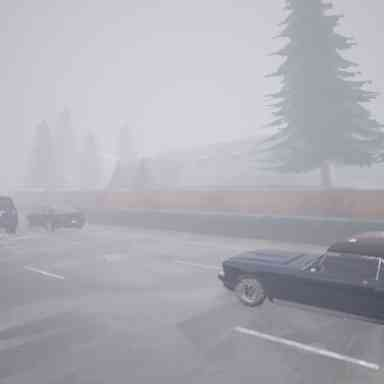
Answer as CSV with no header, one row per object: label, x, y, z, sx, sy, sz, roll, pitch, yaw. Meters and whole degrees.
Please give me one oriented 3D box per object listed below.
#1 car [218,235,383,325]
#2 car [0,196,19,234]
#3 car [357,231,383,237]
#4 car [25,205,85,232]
car,2.879,1.618,6.315,4.718,1.301,1.895,0,0,36
car,-11.550,1.245,18.435,5.566,2.045,2.150,0,0,44
car,6.113,1.377,8.330,4.553,1.767,2.097,0,0,35
car,-8.459,1.509,20.355,5.008,1.535,1.882,0,0,43
